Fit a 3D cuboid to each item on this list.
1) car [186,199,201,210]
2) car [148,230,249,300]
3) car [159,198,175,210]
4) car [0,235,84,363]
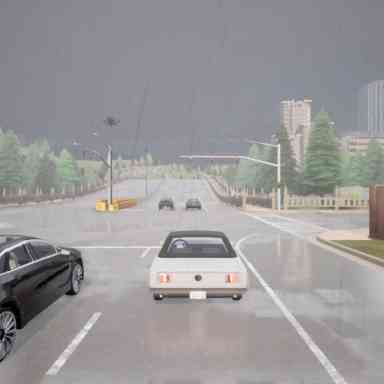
[{"bbox_3d":[0.198,1.564,43.921,1.994,1.385,4.181,0,0,0],"label":"car"},{"bbox_3d":[0.117,1.601,8.311,1.895,1.301,4.718,0,0,0],"label":"car"},{"bbox_3d":[-3.304,1.505,43.741,1.837,1.490,4.892,0,0,0],"label":"car"},{"bbox_3d":[-3.387,1.492,5.777,2.128,1.511,4.902,0,0,0],"label":"car"}]
